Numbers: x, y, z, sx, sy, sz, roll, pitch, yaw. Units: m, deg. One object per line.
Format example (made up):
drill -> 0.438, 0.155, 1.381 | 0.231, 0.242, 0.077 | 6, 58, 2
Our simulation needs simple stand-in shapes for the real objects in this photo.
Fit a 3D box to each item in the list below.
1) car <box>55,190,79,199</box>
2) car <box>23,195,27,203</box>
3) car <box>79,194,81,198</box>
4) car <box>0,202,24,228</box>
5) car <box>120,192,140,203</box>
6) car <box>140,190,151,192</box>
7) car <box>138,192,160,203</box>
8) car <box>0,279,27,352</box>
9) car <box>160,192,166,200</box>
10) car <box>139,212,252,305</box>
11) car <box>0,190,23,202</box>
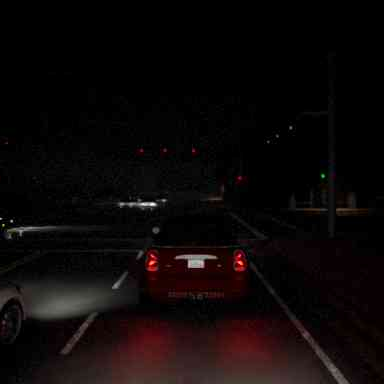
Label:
car -> -24.881, 0.485, 65.381 | 3.866, 1.878, 1.905 | 0, 1, 0
car -> -24.873, 0.686, 45.758 | 3.866, 1.878, 1.905 | 0, 1, 0
car -> -24.866, 0.695, 68.279 | 3.806, 1.475, 1.970 | 0, 1, 0
car -> -12.028, 1.437, 18.450 | 4.181, 1.385, 1.994 | 0, 1, -2
car -> -10.393, 0.916, 54.797 | 1.882, 1.535, 5.008 | 0, 0, 2
car -> -9.911, 0.503, 70.396 | 2.150, 2.045, 5.566 | 0, 1, 2
car -> -6.917, 1.046, 54.081 | 1.895, 1.301, 4.718 | 0, 1, 2
car -> -3.437, 1.492, 3.117 | 1.812, 1.442, 4.674 | 0, 1, 1
car -> -6.442, 0.789, 69.225 | 1.837, 1.490, 4.892 | 0, 1, 2
car -> 0.071, 1.269, 8.022 | 2.097, 1.767, 4.553 | 0, 1, 0
car -> -24.932, 0.713, 42.864 | 4.605, 1.855, 1.932 | 0, 1, 0
